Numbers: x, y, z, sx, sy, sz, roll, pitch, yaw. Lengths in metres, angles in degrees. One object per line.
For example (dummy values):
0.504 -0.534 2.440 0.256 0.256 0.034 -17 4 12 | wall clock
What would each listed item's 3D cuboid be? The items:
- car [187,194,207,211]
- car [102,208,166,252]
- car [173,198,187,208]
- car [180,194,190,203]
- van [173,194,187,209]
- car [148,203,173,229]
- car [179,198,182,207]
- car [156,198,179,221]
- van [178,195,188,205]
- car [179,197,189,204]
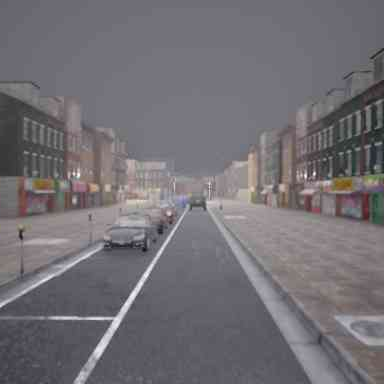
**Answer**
0.767 1.307 42.985 2.150 2.045 5.566 0 0 1 | car
-2.438 1.567 13.870 2.008 1.369 4.403 0 0 1 | car
-1.833 1.662 51.903 1.947 1.339 4.313 0 0 1 | car
-1.488 1.470 73.636 2.192 1.841 5.009 0 0 1 | car
-1.920 1.424 46.470 1.690 1.788 3.998 0 0 1 | van
-2.351 1.570 19.303 1.887 1.381 4.507 0 0 1 | car
-2.181 1.572 30.000 1.752 1.417 4.829 0 0 1 | car
-2.265 1.476 24.737 1.967 1.590 4.097 0 0 1 | car
-1.660 1.465 62.770 1.690 1.788 3.998 0 0 1 | van
-1.573 1.683 68.202 1.887 1.381 4.507 0 0 1 | car
